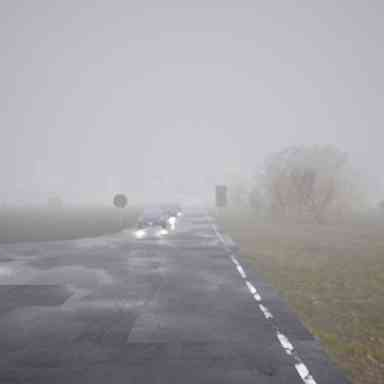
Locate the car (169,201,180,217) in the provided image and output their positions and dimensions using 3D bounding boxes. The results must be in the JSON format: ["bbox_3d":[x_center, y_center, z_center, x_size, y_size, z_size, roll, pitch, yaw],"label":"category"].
[{"bbox_3d":[-2.578,1.962,35.657,1.994,1.385,4.181,0,-1,0],"label":"car"}]

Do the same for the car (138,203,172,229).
[{"bbox_3d":[-2.657,1.790,23.814,1.812,1.442,4.674,0,-1,0],"label":"car"}]

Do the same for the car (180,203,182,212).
[{"bbox_3d":[-2.464,2.009,47.128,1.882,1.535,5.008,0,-1,0],"label":"car"}]
